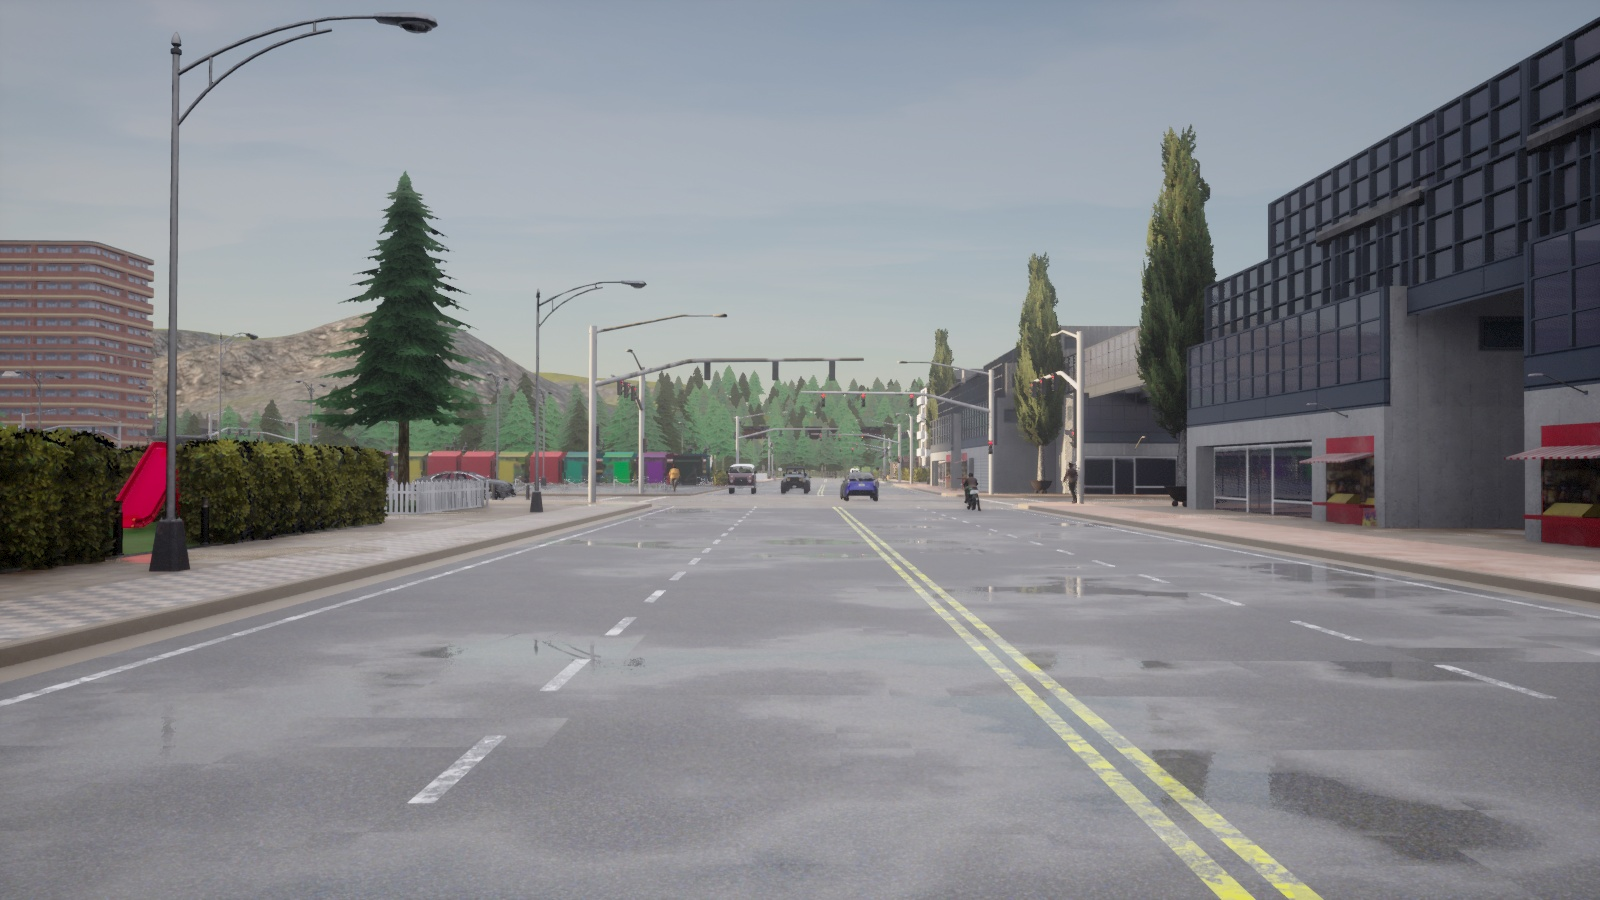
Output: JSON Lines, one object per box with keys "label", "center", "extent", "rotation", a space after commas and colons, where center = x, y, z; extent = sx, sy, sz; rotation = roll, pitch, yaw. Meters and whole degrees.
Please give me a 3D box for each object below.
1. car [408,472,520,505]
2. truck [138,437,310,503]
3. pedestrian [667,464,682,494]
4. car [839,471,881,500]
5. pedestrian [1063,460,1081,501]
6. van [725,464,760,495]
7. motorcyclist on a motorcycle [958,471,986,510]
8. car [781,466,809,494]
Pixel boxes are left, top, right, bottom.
{"label": "car", "center": [-16.275, 1.858, 61.007], "extent": [4.902, 1.511, 2.128], "rotation": [0, -1, 0]}
{"label": "truck", "center": [-31.067, 1.095, 67.942], "extent": [7.936, 3.462, 2.891], "rotation": [0, -1, 0]}
{"label": "pedestrian", "center": [-8.041, 1.856, 80.662], "extent": [0.874, 1.855, 0.900], "rotation": [0, -1, 0]}
{"label": "car", "center": [3.189, 1.879, 67.515], "extent": [2.007, 1.525, 4.514], "rotation": [0, -1, -1]}
{"label": "pedestrian", "center": [11.994, 1.354, 55.435], "extent": [0.328, 1.805, 0.869], "rotation": [0, -1, -22]}
{"label": "van", "center": [-3.870, 1.979, 85.083], "extent": [2.069, 2.038, 4.480], "rotation": [0, -1, 1]}
{"label": "motorcyclist on a motorcycle", "center": [6.870, 1.612, 50.285], "extent": [0.797, 1.523, 2.044], "rotation": [0, -1, 0]}
{"label": "car", "center": [-0.334, 2.079, 87.593], "extent": [1.905, 1.878, 3.866], "rotation": [0, -1, 1]}
